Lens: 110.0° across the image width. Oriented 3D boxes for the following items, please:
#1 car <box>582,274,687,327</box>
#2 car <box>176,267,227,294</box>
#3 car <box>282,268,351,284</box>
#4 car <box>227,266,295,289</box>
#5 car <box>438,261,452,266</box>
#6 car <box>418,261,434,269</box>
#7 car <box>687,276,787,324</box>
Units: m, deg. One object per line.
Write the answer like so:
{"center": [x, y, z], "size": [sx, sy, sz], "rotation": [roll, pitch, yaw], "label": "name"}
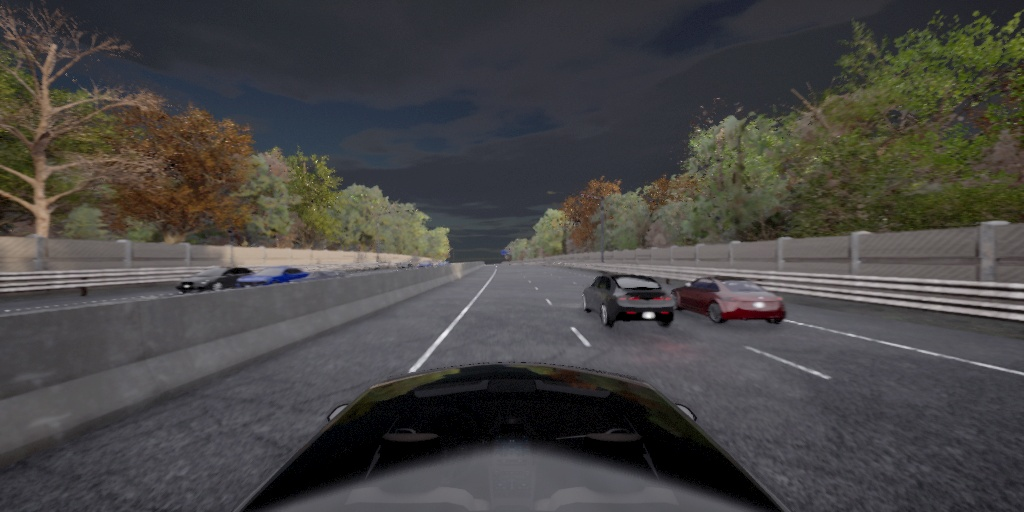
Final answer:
{"center": [3.566, 1.322, 11.797], "size": [1.837, 1.490, 4.892], "rotation": [0, 0, 0], "label": "car"}
{"center": [-17.712, 1.412, 21.923], "size": [1.837, 1.490, 4.892], "rotation": [0, 0, -1], "label": "car"}
{"center": [-10.701, 1.493, 20.670], "size": [1.895, 1.301, 4.718], "rotation": [0, 0, -1], "label": "car"}
{"center": [-14.210, 1.380, 21.718], "size": [1.882, 1.535, 5.008], "rotation": [0, 0, -1], "label": "car"}
{"center": [-11.541, 1.647, 62.024], "size": [1.882, 1.535, 5.008], "rotation": [0, 0, -1], "label": "car"}
{"center": [-15.073, 1.664, 62.958], "size": [1.882, 1.535, 5.008], "rotation": [0, 0, -2], "label": "car"}
{"center": [7.062, 1.381, 12.263], "size": [1.994, 1.385, 4.181], "rotation": [0, 0, 0], "label": "car"}
